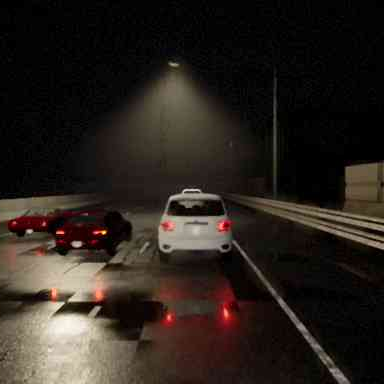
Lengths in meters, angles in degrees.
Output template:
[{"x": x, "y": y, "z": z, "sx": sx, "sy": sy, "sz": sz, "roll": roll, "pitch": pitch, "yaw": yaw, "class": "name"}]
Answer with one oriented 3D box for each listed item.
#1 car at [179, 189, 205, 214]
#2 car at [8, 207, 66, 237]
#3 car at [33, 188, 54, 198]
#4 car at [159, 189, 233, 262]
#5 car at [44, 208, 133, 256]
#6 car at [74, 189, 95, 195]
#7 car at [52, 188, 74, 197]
[{"x": 0.002, "y": 0.770, "z": 30.215, "sx": 2.150, "sy": 2.045, "sz": 5.566, "roll": 0, "pitch": 1, "yaw": 0, "class": "car"}, {"x": -6.930, "y": 1.360, "z": 16.423, "sx": 1.895, "sy": 1.301, "sz": 4.718, "roll": 0, "pitch": 1, "yaw": 0, "class": "car"}, {"x": -24.833, "y": 0.347, "z": 56.483, "sx": 2.150, "sy": 2.045, "sz": 5.566, "roll": 0, "pitch": 1, "yaw": -1, "class": "car"}, {"x": 0.088, "y": 1.051, "z": 11.593, "sx": 2.150, "sy": 2.045, "sz": 5.566, "roll": 0, "pitch": 1, "yaw": -1, "class": "car"}, {"x": -3.419, "y": 1.346, "z": 12.220, "sx": 1.812, "sy": 1.442, "sz": 4.674, "roll": 0, "pitch": 1, "yaw": 0, "class": "car"}, {"x": -17.834, "y": 0.437, "z": 56.505, "sx": 2.097, "sy": 1.767, "sz": 4.553, "roll": 0, "pitch": 1, "yaw": -1, "class": "car"}, {"x": -21.333, "y": 0.572, "z": 56.290, "sx": 1.882, "sy": 1.535, "sz": 5.008, "roll": 0, "pitch": 1, "yaw": -1, "class": "car"}]
